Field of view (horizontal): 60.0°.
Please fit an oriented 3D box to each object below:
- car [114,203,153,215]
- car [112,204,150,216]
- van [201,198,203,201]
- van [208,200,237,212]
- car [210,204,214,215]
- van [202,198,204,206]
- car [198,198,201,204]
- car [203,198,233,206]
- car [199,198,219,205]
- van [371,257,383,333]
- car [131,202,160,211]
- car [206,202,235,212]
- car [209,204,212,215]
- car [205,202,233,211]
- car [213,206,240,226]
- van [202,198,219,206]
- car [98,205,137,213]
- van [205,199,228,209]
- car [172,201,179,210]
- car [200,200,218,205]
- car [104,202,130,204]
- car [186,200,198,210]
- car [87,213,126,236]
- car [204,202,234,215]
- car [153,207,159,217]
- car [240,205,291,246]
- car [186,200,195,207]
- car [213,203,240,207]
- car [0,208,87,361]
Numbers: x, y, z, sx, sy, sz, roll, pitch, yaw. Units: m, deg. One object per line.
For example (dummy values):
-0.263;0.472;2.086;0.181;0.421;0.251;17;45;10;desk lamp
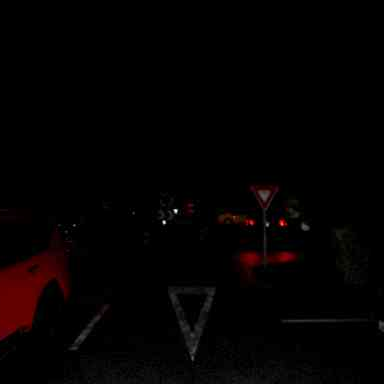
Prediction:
-8.480;2.460;48.300;5.366;1.575;1.946;0;0;0;car
-8.289;2.455;45.524;4.892;1.521;2.231;0;0;0;car
4.670;2.420;70.421;4.442;1.987;1.878;0;-1;0;van
4.902;2.260;53.932;4.442;1.987;1.878;0;0;0;van
4.754;2.457;37.187;4.792;1.488;2.163;0;0;0;car
4.678;2.323;62.095;4.442;1.987;1.878;0;-1;0;van
4.760;2.461;75.961;5.566;2.045;2.435;0;-1;0;car
4.813;2.213;48.268;5.566;2.045;2.435;0;0;0;car
4.762;2.696;95.476;5.566;2.045;2.435;0;-1;0;car
4.917;1.309;4.686;4.442;1.987;1.878;-1;-1;0;van
-8.300;2.521;59.394;4.892;1.521;2.231;0;0;0;car
4.815;2.531;56.701;4.792;1.488;2.163;0;0;0;car
4.781;2.477;39.958;4.674;1.452;2.002;0;0;0;car
4.815;2.551;59.341;4.792;1.488;2.163;0;-1;0;car
4.778;2.409;31.771;5.008;1.535;2.097;0;0;0;car
4.906;2.622;87.166;4.442;1.987;1.878;0;-1;0;van
-8.326;2.446;34.419;4.792;1.488;2.163;0;0;0;car
4.903;2.387;67.651;4.442;1.987;1.878;0;-1;0;van
-3.790;2.586;63.260;1.837;1.490;4.892;0;-1;1;car
4.784;2.912;92.579;5.008;1.535;2.097;0;-1;0;car
-8.110;2.442;42.748;5.366;1.575;1.946;0;0;0;car
-0.200;2.583;62.966;1.837;1.490;4.892;0;-1;1;car
-6.355;2.203;21.891;1.895;1.301;4.718;-3;-5;34;car
4.599;2.443;42.728;5.366;1.575;1.946;0;0;0;car
-3.853;2.456;39.224;1.837;1.490;4.892;0;0;0;car
4.103;1.703;18.112;2.150;2.045;5.566;-1;-2;14;car
-0.252;2.508;73.123;1.882;1.535;5.008;0;-1;0;car
4.815;2.293;34.542;4.553;1.767;2.185;0;0;0;car
-3.233;1.260;3.541;2.150;2.045;5.566;0;0;3;car
